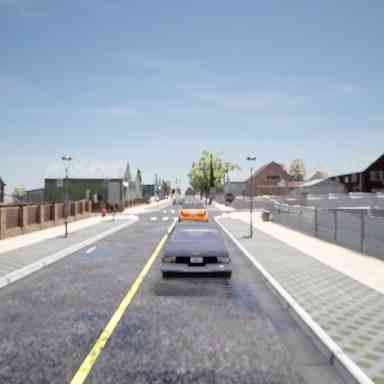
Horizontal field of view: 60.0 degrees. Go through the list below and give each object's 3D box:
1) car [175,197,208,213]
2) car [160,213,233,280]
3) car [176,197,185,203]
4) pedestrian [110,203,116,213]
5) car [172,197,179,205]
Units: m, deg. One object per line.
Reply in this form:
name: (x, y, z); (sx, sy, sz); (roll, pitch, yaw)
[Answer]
car: (0.061, 1.486, 24.363); (2.097, 1.767, 4.553); (0, 0, -1)
car: (0.101, 1.604, 10.065); (2.033, 1.411, 5.357); (0, 0, 0)
car: (-2.736, 1.941, 80.202); (2.033, 1.411, 5.357); (0, 0, 0)
pedestrian: (-9.684, 1.675, 40.588); (0.375, 1.860, 0.375); (0, 0, 0)
car: (-2.762, 1.827, 64.804); (2.128, 1.511, 4.902); (0, 0, 1)
